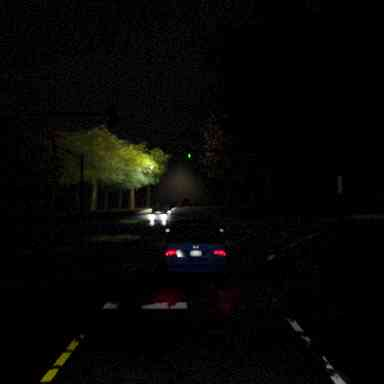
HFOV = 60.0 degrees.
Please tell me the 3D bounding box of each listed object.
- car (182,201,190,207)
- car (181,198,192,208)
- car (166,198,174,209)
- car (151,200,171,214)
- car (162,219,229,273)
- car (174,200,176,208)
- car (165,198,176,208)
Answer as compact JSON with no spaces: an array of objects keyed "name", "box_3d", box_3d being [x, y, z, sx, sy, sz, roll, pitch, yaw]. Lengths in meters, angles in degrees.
[{"name":"car","box_3d":[-1.484,3.072,84.489,1.837,1.490,4.892,0,-2,-1]},{"name":"car","box_3d":[-1.246,2.430,73.836,2.150,2.045,5.566,0,-2,-1]},{"name":"car","box_3d":[-4.336,2.026,51.982,2.097,1.767,4.553,0,-1,-1]},{"name":"car","box_3d":[-4.153,2.095,42.878,1.895,1.301,4.718,0,-1,-1]},{"name":"car","box_3d":[0.090,1.575,10.763,2.033,1.411,5.357,0,0,0]},{"name":"car","box_3d":[-4.487,2.449,61.931,1.994,1.385,4.181,0,-1,-1]},{"name":"car","box_3d":[-4.716,2.387,72.391,2.150,2.045,5.566,0,-2,-1]}]
